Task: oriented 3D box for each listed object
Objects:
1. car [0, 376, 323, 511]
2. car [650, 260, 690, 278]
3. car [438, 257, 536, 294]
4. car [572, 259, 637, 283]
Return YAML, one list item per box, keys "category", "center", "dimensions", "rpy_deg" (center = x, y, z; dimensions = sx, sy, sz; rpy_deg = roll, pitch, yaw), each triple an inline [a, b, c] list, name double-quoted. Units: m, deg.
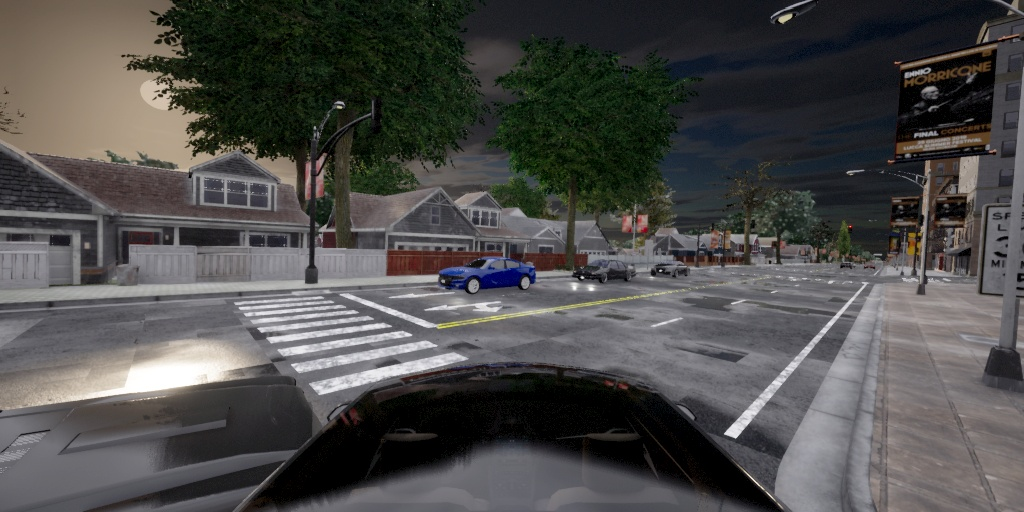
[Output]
- category: "car"
  center: [-3.316, 1.279, 1.368]
  dimensions: [4.718, 1.301, 1.895]
  rpy_deg: [1, 2, -34]
- category: "car"
  center: [13.416, 1.022, 30.296]
  dimensions: [4.181, 1.385, 1.994]
  rpy_deg: [1, 2, -44]
- category: "car"
  center: [-1.029, 0.791, 16.540]
  dimensions: [5.008, 1.535, 1.882]
  rpy_deg: [1, 2, -44]
- category: "car"
  center: [6.178, 0.931, 23.417]
  dimensions: [5.357, 1.411, 2.033]
  rpy_deg: [1, 2, -44]
